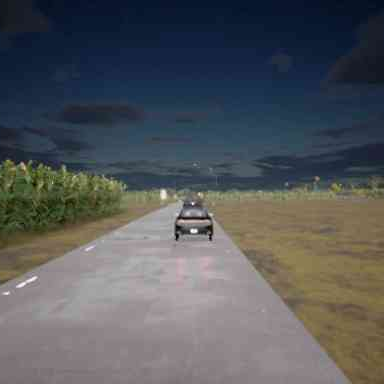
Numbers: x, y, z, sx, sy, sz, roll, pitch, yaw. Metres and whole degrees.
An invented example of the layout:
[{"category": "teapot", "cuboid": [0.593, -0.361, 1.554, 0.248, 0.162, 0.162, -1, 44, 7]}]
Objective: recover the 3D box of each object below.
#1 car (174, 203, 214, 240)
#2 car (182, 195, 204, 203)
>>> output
[{"category": "car", "cuboid": [0.094, 1.529, 17.219, 2.128, 1.511, 4.902, 0, 0, 0]}, {"category": "car", "cuboid": [0.095, 1.343, 36.494, 2.150, 2.045, 5.566, 0, 0, 0]}]
